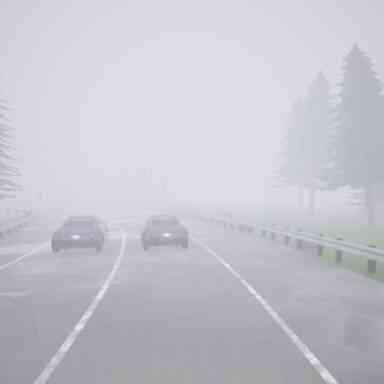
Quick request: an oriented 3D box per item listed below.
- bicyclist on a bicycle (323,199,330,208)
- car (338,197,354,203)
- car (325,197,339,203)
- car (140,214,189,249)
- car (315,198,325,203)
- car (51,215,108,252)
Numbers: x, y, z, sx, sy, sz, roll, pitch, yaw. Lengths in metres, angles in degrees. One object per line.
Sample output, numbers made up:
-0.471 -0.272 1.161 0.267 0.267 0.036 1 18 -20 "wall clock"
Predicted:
24.828 2.043 61.494 0.582 1.620 1.656 0 3 -29 "bicyclist on a bicycle"
39.019 2.162 82.788 2.128 1.511 4.902 -1 -1 43 "car"
36.638 2.144 85.354 1.882 1.535 5.008 -1 -1 43 "car"
-1.375 1.710 15.356 1.994 1.385 4.181 0 0 -10 "car"
33.901 2.213 87.564 2.033 1.411 5.357 -1 -1 43 "car"
-4.810 1.706 14.701 1.994 1.385 4.181 0 -1 -11 "car"
